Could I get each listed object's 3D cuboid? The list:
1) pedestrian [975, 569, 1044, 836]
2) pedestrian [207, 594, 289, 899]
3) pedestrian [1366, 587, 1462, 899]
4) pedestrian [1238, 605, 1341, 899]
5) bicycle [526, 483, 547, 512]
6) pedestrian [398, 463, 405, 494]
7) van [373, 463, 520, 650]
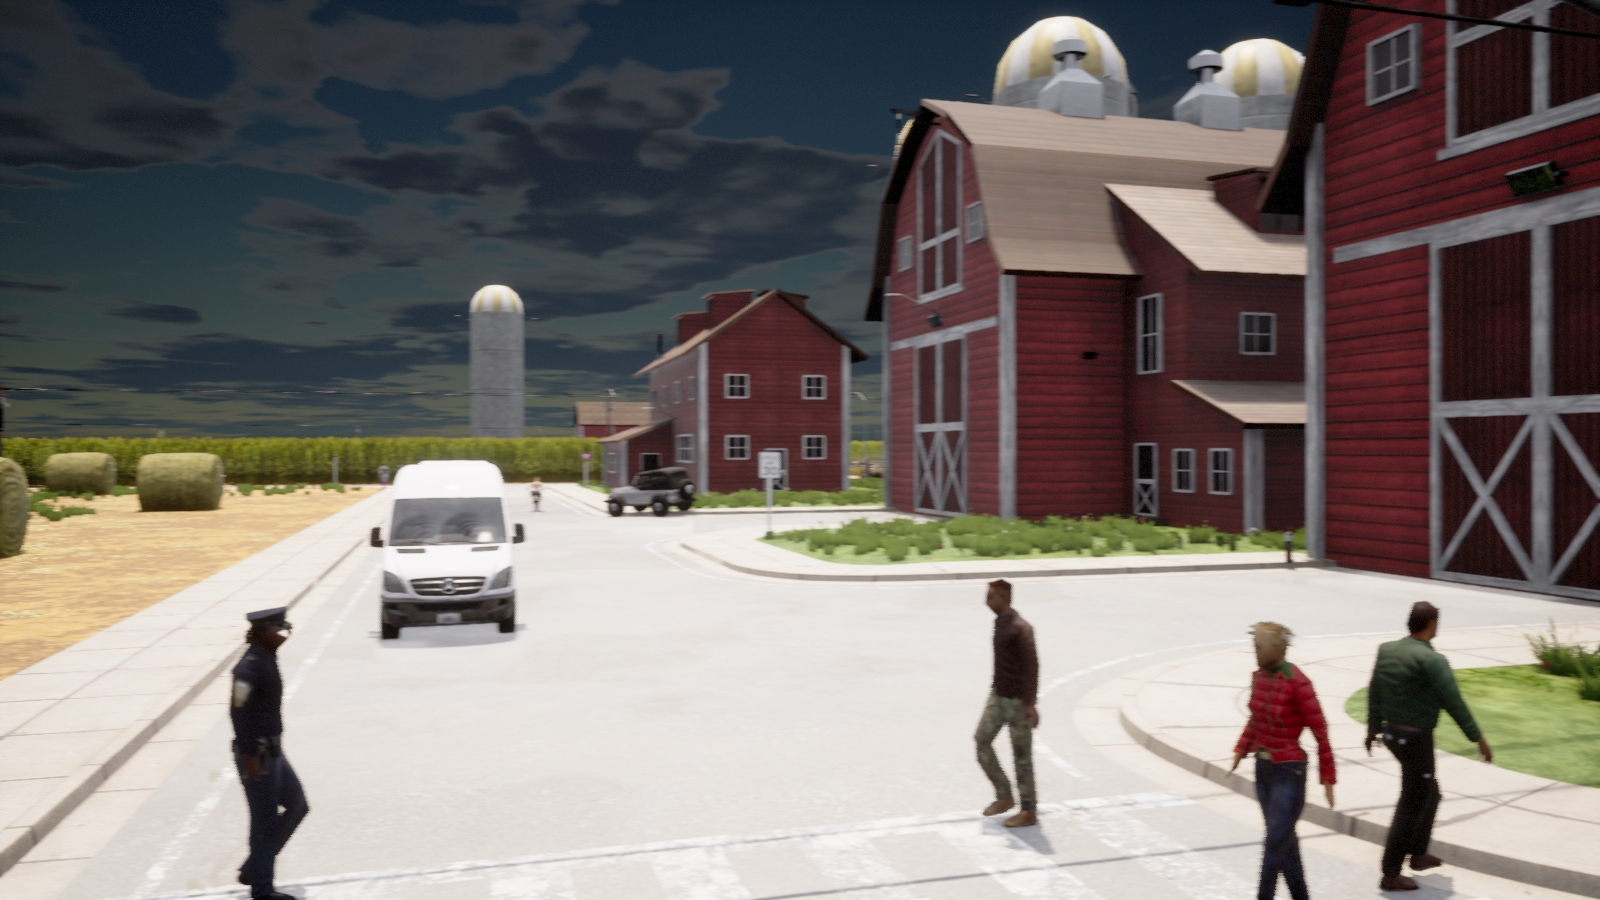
[{"bbox_3d":[1.532,1.823,8.368,0.375,1.860,0.375,0,0,-13],"label":"pedestrian"},{"bbox_3d":[-3.337,1.833,6.920,0.375,1.860,0.375,0,0,-14],"label":"pedestrian"},{"bbox_3d":[3.865,1.818,7.204,0.375,1.860,0.375,0,0,-13],"label":"pedestrian"},{"bbox_3d":[2.708,1.819,6.337,0.375,1.860,0.375,0,0,-12],"label":"pedestrian"},{"bbox_3d":[-12.115,2.169,52.541,0.859,1.276,1.487,0,0,-16],"label":"bicycle"},{"bbox_3d":[-23.999,1.737,68.852,0.375,1.860,0.375,0,0,-18],"label":"pedestrian"},{"bbox_3d":[-5.865,1.523,19.147,1.988,2.561,5.915,0,0,-17],"label":"van"}]
